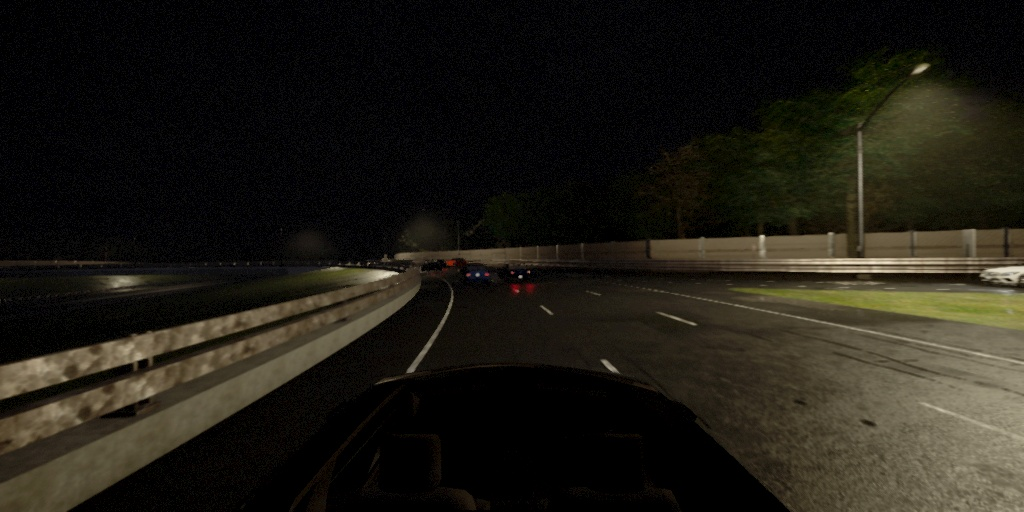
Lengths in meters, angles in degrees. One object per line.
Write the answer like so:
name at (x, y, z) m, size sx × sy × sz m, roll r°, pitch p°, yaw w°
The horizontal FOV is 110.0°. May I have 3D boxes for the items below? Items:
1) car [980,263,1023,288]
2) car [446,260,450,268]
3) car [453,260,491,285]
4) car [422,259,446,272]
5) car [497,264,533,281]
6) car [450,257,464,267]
car at (25.840, 0.780, 17.019) m, size 4.674 × 1.442 × 1.812 m, roll -1°, pitch 0°, yaw 20°
car at (-12.088, 1.254, 57.374) m, size 1.837 × 1.490 × 4.892 m, roll 0°, pitch 0°, yaw -32°
car at (-2.765, 1.256, 25.537) m, size 2.033 × 1.411 × 5.357 m, roll -1°, pitch 0°, yaw -13°
car at (-10.755, 1.361, 47.877) m, size 1.895 × 1.301 × 4.718 m, roll -1°, pitch 0°, yaw -26°
car at (0.080, 1.249, 28.524) m, size 1.895 × 1.301 × 4.718 m, roll -1°, pitch 0°, yaw -14°
car at (-9.220, 1.043, 59.237) m, size 2.097 × 1.767 × 4.553 m, roll -1°, pitch 0°, yaw -31°
